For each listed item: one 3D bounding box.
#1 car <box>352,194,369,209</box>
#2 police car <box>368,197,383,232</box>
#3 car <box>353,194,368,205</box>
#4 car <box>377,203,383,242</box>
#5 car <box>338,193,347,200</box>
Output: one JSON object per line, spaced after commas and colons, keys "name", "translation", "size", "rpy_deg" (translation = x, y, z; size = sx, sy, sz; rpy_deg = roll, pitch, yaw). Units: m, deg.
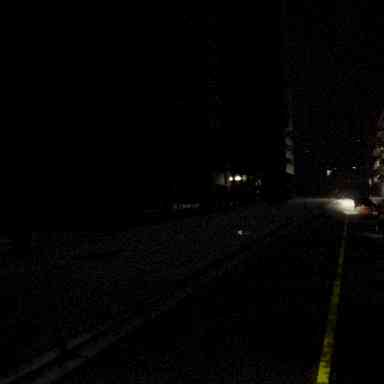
{"name": "car", "translation": [19.723, 1.178, 38.460], "size": [1.837, 1.490, 4.892], "rpy_deg": [-2, 0, 26]}
{"name": "police car", "translation": [10.820, 1.211, 17.821], "size": [1.930, 1.638, 5.238], "rpy_deg": [-2, -1, 26]}
{"name": "car", "translation": [25.324, 1.084, 50.205], "size": [1.882, 1.535, 5.008], "rpy_deg": [-2, -1, 26]}
{"name": "car", "translation": [8.186, 1.332, 12.309], "size": [1.837, 1.490, 4.892], "rpy_deg": [-2, 0, 26]}
{"name": "car", "translation": [36.580, 1.097, 80.658], "size": [1.837, 1.490, 4.892], "rpy_deg": [-2, -1, 26]}
